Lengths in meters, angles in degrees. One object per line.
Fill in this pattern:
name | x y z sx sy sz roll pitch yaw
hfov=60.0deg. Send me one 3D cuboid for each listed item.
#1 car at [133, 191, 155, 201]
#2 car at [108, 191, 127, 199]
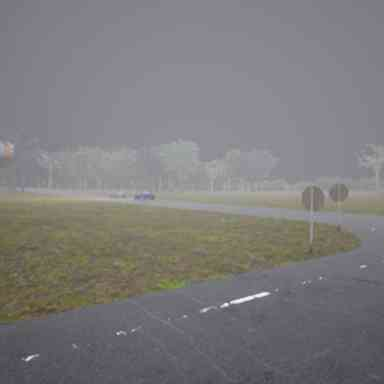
car | -7.844 0.596 53.737 1.882 1.535 5.008 1 0 -36
car | -13.907 0.467 62.209 2.033 1.411 5.357 1 1 -36
